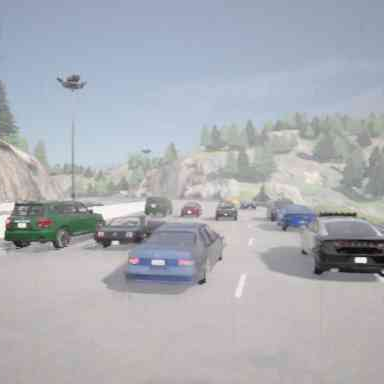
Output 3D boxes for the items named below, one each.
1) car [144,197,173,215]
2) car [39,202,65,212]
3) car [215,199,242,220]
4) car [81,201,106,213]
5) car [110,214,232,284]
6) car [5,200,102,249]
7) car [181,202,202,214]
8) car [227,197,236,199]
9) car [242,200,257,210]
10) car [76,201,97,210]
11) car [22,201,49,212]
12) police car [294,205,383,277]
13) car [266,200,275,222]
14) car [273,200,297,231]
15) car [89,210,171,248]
[{"bbox_3d":[-3.431,1.493,34.621,2.150,2.045,5.566,-1,0,5],"label":"car"},{"bbox_3d":[-20.397,2.151,48.561,1.994,1.385,4.181,-1,0,1],"label":"car"},{"bbox_3d":[3.091,1.646,29.841,2.128,1.511,4.902,-1,0,6],"label":"car"},{"bbox_3d":[-13.478,2.041,45.836,1.994,1.385,4.181,-1,0,2],"label":"car"},{"bbox_3d":[-0.203,1.615,9.823,2.033,1.411,5.357,-1,0,12],"label":"car"},{"bbox_3d":[-6.138,1.406,15.691,2.150,2.045,5.566,-1,0,11],"label":"car"},{"bbox_3d":[-0.035,1.747,33.719,1.812,1.442,4.674,-1,0,5],"label":"car"},{"bbox_3d":[7.557,1.799,64.343,1.882,1.535,5.008,-1,0,-5],"label":"car"},{"bbox_3d":[7.856,1.804,46.869,1.895,1.301,4.718,-1,0,1],"label":"car"},{"bbox_3d":[-16.858,2.136,53.367,1.994,1.385,4.181,-1,0,0],"label":"car"},{"bbox_3d":[-23.856,2.152,50.879,1.837,1.490,4.892,-1,0,0],"label":"car"},{"bbox_3d":[4.568,1.435,10.495,1.930,1.638,5.238,-1,0,12],"label":"police car"},{"bbox_3d":[7.413,1.435,27.611,2.097,1.767,4.553,-1,0,7],"label":"car"},{"bbox_3d":[6.521,1.531,21.141,1.882,1.535,5.008,-1,0,9],"label":"car"},{"bbox_3d":[-2.617,1.737,15.446,1.895,1.301,4.718,-1,0,11],"label":"car"}]
